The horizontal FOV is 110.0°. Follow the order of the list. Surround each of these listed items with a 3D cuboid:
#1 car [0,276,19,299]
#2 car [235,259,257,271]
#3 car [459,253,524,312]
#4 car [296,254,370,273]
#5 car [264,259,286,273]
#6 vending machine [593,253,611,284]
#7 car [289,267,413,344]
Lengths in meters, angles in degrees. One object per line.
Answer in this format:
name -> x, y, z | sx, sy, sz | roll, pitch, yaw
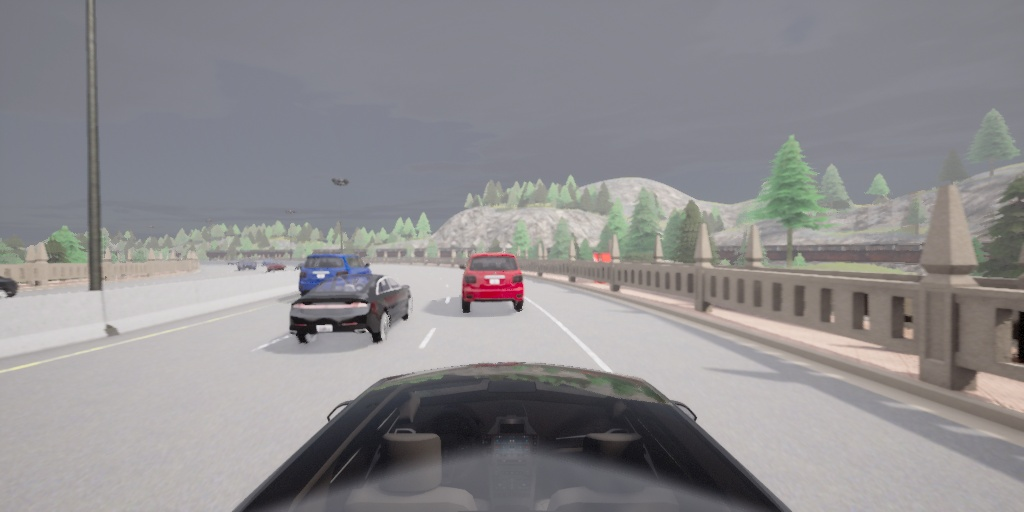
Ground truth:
car -> -22.171, 1.309, 13.515 | 1.837, 1.490, 4.892 | 0, 0, -9
car -> -37.804, 1.220, 51.259 | 2.097, 1.767, 4.553 | -1, 0, -36
car -> -0.881, 0.909, 14.216 | 2.150, 2.045, 5.566 | 0, 0, -7
car -> -8.470, 0.934, 17.709 | 2.150, 2.045, 5.566 | 0, 0, -9
car -> -29.988, 1.400, 45.776 | 1.895, 1.301, 4.718 | -1, 0, -30
vending machine -> 5.752, 0.805, 22.804 | 1.100, 2.100, 0.880 | 0, 0, -11
car -> -3.939, 1.217, 9.551 | 2.128, 1.511, 4.902 | 0, 0, -5
